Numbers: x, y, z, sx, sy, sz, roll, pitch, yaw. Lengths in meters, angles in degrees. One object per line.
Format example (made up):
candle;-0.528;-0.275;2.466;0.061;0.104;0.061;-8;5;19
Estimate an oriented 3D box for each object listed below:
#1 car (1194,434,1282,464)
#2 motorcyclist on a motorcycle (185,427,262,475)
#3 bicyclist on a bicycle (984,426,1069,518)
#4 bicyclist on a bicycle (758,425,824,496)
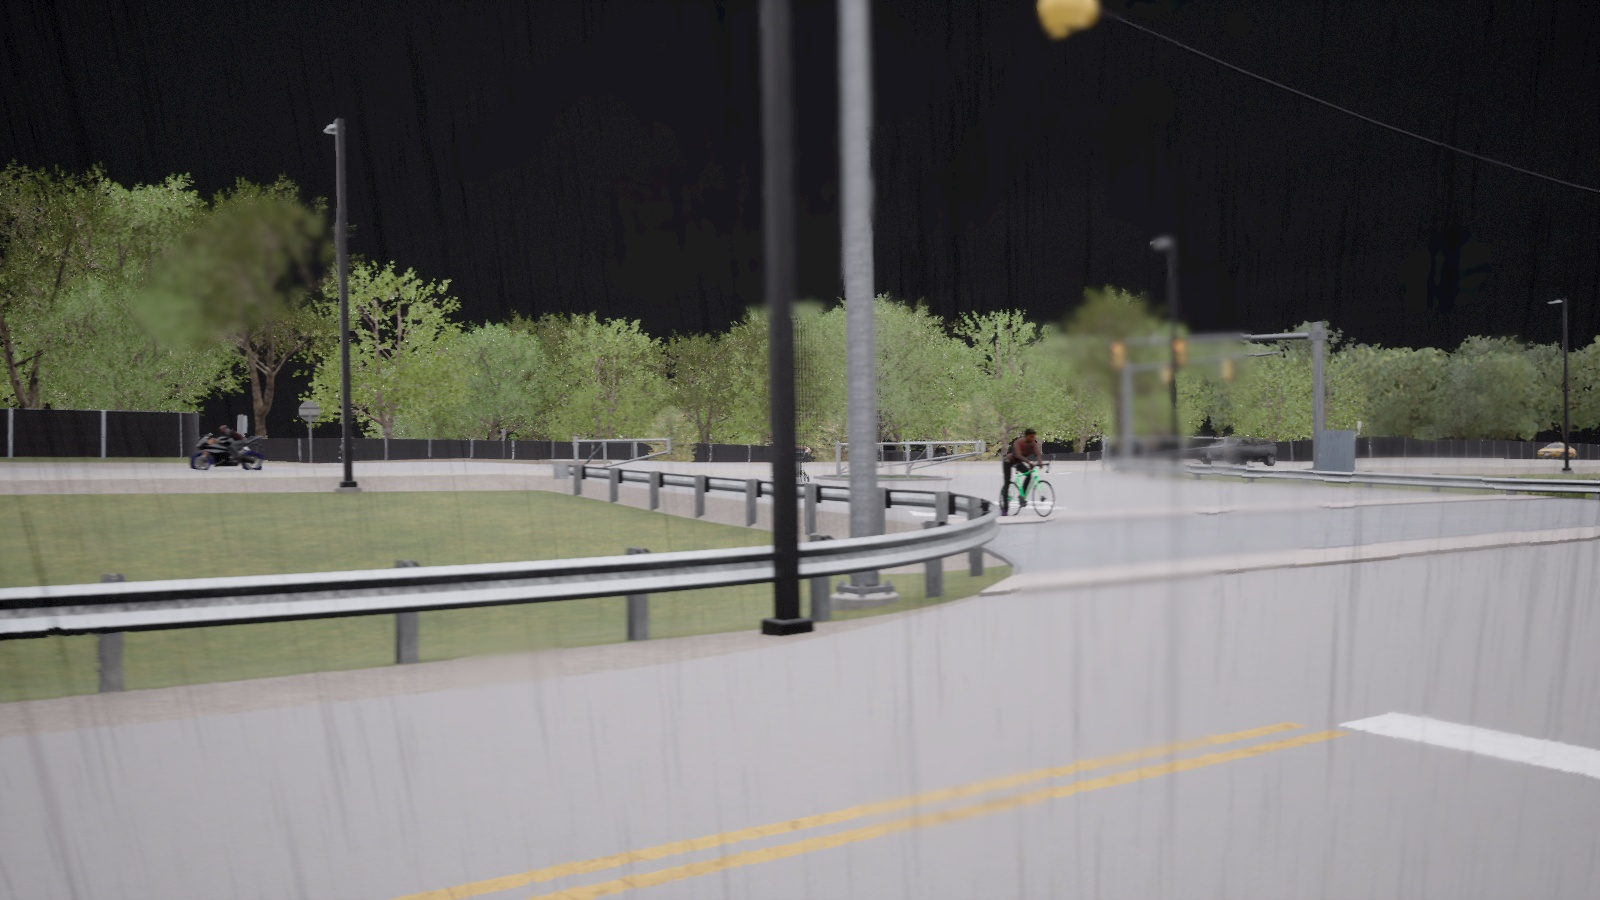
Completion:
car;22.781;-0.041;65.233;4.514;1.525;2.007;0;0;-34
motorcyclist on a motorcycle;-18.874;0.043;41.141;2.191;1.530;0.866;0;0;-34
bicyclist on a bicycle;4.096;0.419;22.857;0.582;1.620;1.656;0;-3;-27
bicyclist on a bicycle;-0.226;0.223;29.557;0.866;1.612;1.509;-1;2;-34
